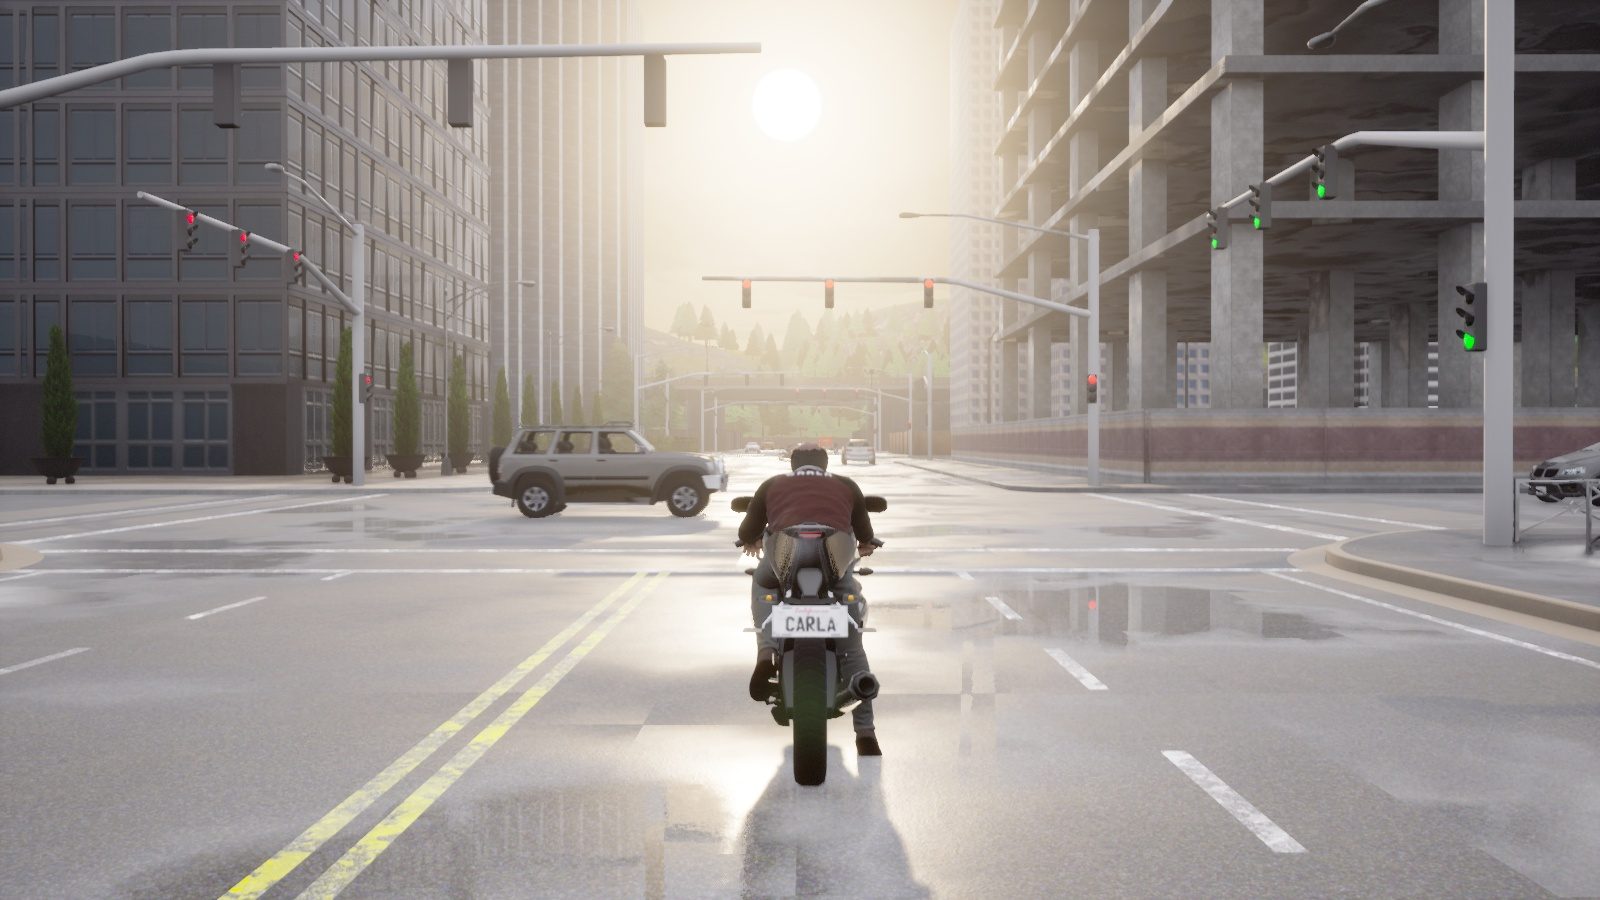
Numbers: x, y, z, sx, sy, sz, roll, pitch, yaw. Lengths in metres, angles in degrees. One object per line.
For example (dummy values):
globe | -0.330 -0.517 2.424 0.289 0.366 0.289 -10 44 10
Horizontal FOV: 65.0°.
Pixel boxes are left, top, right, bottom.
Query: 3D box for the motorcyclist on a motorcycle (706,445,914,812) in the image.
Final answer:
motorcyclist on a motorcycle | 0.046 0.742 6.351 0.866 1.530 2.191 0 0 0

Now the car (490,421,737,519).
car | -3.576 0.377 24.778 4.605 1.855 1.932 0 0 -1

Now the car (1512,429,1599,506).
car | 19.038 0.374 28.397 4.611 1.667 2.242 0 0 0

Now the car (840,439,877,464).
car | 3.933 0.065 85.023 2.242 1.667 4.611 0 0 0
